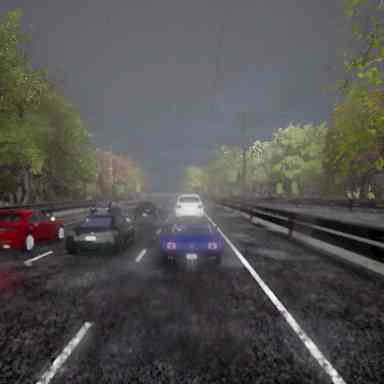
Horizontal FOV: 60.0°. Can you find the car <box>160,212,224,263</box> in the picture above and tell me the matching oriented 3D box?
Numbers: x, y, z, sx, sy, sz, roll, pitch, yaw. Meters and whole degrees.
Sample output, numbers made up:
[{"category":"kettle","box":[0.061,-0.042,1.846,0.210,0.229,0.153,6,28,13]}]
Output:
[{"category":"car","box":[-0.001,1.610,11.951,1.895,1.301,4.718,0,0,0]}]

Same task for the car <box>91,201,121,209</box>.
[{"category":"car","box":[-7.230,1.527,28.367,2.128,1.511,4.902,0,0,-1]}]

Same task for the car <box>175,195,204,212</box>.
[{"category":"car","box":[-0.212,1.255,27.322,2.150,2.045,5.566,0,0,-1]}]

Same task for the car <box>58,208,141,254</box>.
[{"category":"car","box":[-3.509,1.575,13.495,1.994,1.385,4.181,0,0,0]}]

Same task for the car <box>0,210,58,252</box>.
[{"category":"car","box":[-7.009,1.492,13.885,1.882,1.535,5.008,0,-1,0]}]

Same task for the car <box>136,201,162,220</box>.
[{"category":"car","box":[-3.730,1.541,28.507,1.837,1.490,4.892,0,0,-1]}]
